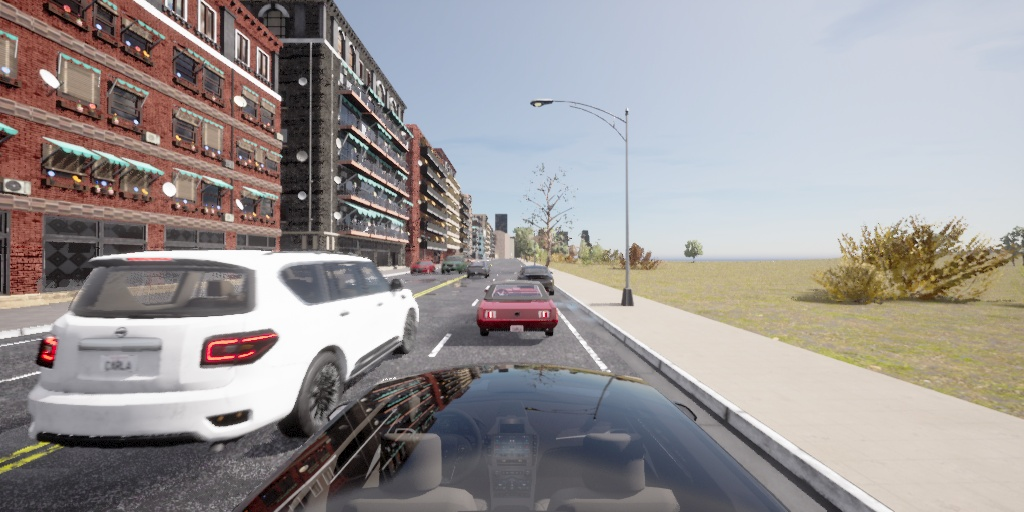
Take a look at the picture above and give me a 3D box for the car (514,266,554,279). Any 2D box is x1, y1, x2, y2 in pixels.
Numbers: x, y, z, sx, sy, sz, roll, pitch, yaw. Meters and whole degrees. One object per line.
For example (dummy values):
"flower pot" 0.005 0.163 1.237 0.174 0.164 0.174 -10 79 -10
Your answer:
"car" 1.204 1.262 19.523 1.837 1.490 4.892 0 0 0

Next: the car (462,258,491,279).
"car" -3.031 1.252 33.150 2.128 1.511 4.902 0 0 0

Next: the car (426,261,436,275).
"car" -9.709 1.239 39.357 1.882 1.535 5.008 0 0 0

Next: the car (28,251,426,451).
"car" -3.138 0.970 5.552 2.150 2.045 5.566 0 0 0

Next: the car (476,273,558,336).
"car" 0.131 1.354 10.323 1.895 1.301 4.718 0 0 0

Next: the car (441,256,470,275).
"car" -6.456 0.983 40.163 2.150 2.045 5.566 0 0 0
